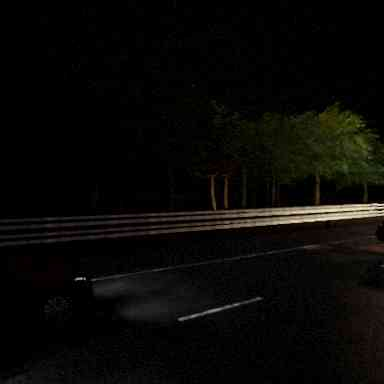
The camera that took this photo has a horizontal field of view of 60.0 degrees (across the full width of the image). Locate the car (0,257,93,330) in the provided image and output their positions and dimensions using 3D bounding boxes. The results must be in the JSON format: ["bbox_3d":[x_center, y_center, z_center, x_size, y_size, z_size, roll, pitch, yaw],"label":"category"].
[{"bbox_3d":[-3.962,1.525,5.219,4.674,1.442,1.812,0,0,-35],"label":"car"}]

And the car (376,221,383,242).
[{"bbox_3d":[10.414,1.590,15.469,4.181,1.385,1.994,0,0,-35],"label":"car"}]
